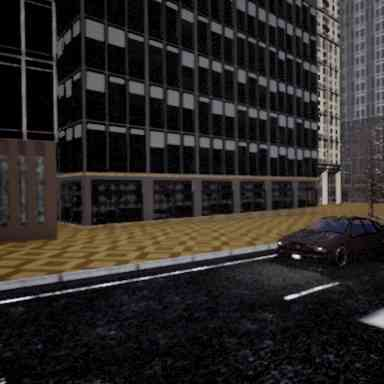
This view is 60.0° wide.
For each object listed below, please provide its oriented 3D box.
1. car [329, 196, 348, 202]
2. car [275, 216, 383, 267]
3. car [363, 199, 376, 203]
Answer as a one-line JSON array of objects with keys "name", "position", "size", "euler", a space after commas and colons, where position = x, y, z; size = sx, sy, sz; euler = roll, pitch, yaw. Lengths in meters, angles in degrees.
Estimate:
[{"name": "car", "position": [31.247, 1.479, 71.466], "size": [1.947, 1.339, 4.313], "euler": [0, 1, -41]}, {"name": "car", "position": [5.257, 1.571, 11.701], "size": [5.357, 1.411, 2.033], "euler": [0, 0, -38]}, {"name": "car", "position": [34.915, 1.537, 67.125], "size": [1.802, 1.307, 4.206], "euler": [0, 1, -41]}]
